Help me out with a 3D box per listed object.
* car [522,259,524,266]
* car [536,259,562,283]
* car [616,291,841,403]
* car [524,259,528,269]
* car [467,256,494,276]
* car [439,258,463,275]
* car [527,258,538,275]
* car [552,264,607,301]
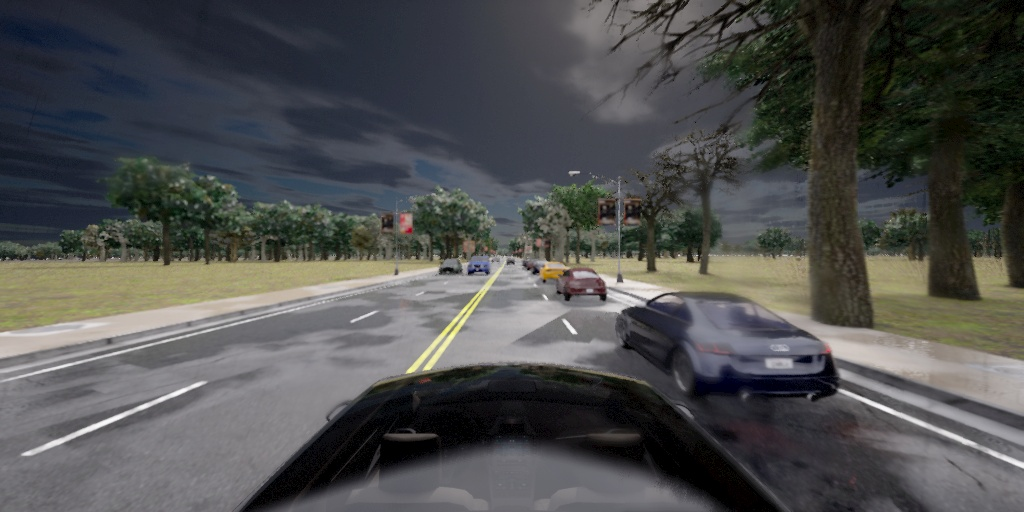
[{"bbox_3d":[3.077,1.263,61.292,2.163,1.488,4.792,0,0,0],"label":"car"},{"bbox_3d":[3.218,1.230,28.246,1.882,1.535,5.008,0,0,0],"label":"car"},{"bbox_3d":[3.350,1.314,6.511,1.994,1.385,4.181,0,0,0],"label":"car"},{"bbox_3d":[3.137,1.109,50.227,2.097,1.767,4.553,0,0,0],"label":"car"},{"bbox_3d":[-3.407,0.976,38.044,2.150,2.045,5.566,0,0,0],"label":"car"},{"bbox_3d":[-6.657,1.106,39.352,2.097,1.767,4.553,0,0,0],"label":"car"},{"bbox_3d":[3.183,1.258,39.282,2.163,1.488,4.792,0,0,0],"label":"car"},{"bbox_3d":[3.240,1.277,17.241,1.812,1.442,4.674,0,0,0],"label":"car"}]
